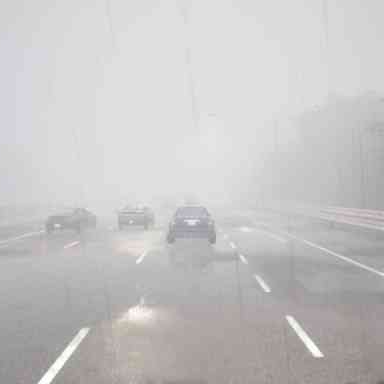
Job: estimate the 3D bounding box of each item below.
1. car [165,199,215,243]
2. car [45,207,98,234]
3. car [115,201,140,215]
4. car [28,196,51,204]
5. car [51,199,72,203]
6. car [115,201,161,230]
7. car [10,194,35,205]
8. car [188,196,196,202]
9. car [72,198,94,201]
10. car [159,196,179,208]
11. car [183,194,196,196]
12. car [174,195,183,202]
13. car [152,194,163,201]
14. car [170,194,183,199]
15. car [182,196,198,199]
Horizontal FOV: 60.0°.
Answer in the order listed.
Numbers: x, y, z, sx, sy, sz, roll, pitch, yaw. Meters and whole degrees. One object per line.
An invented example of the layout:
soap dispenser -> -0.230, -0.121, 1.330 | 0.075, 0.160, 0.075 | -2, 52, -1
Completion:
car -> -0.007, 1.398, 16.549 | 2.097, 1.767, 4.553 | 0, 0, 0
car -> -7.011, 1.586, 19.635 | 1.812, 1.442, 4.674 | 0, 0, 0
car -> -7.030, 1.718, 36.641 | 1.895, 1.301, 4.718 | 0, 0, 0
car -> -24.558, 1.744, 55.239 | 2.033, 1.411, 5.357 | 0, 0, 0
car -> -21.067, 1.794, 55.234 | 1.895, 1.301, 4.718 | 0, 0, 0
car -> -3.512, 1.556, 21.630 | 2.128, 1.511, 4.902 | 0, 0, 0
car -> -28.053, 1.437, 55.592 | 2.150, 2.045, 5.566 | 0, 0, 0
car -> -0.073, 1.860, 87.628 | 1.994, 1.385, 4.181 | 0, 0, 0
car -> -17.577, 1.681, 55.261 | 2.128, 1.511, 4.902 | 0, 0, 0
car -> -3.540, 1.720, 52.597 | 2.033, 1.411, 5.357 | 0, 0, 0
car -> -0.050, 1.419, 59.648 | 2.150, 2.045, 5.566 | 0, 0, 0
car -> -3.572, 1.660, 86.609 | 2.097, 1.767, 4.553 | 0, 0, 0
car -> -7.057, 1.465, 69.689 | 2.150, 2.045, 5.566 | 0, 0, 0
car -> -3.558, 1.719, 70.614 | 1.882, 1.535, 5.008 | 0, 0, 0
car -> -0.034, 1.616, 43.596 | 1.882, 1.535, 5.008 | 0, 0, 0
